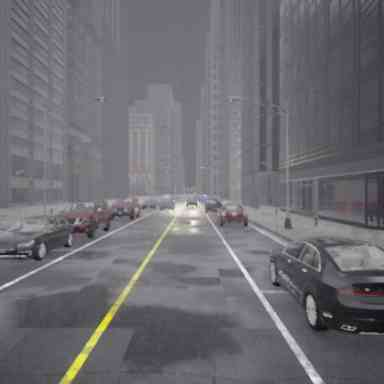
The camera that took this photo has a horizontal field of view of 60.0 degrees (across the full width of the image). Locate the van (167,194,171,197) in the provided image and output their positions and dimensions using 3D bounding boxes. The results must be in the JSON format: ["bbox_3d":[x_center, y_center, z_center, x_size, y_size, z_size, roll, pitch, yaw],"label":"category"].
[{"bbox_3d":[-5.785,1.535,68.750,1.690,1.788,3.998,0,0,0],"label":"van"}]

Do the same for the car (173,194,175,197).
[{"bbox_3d":[-5.787,1.666,80.031,1.967,1.590,4.097,0,0,0],"label":"car"}]

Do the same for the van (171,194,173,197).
[{"bbox_3d":[-5.786,1.551,74.391,1.690,1.788,3.998,0,0,0],"label":"van"}]

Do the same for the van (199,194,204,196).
[{"bbox_3d":[2.741,1.535,68.757,1.690,1.788,3.998,0,0,0],"label":"van"}]

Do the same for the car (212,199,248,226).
[{"bbox_3d":[2.753,1.504,23.632,1.967,1.590,4.097,0,0,0],"label":"car"}]

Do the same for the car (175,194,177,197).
[{"bbox_3d":[-5.789,1.557,85.673,2.192,1.841,5.009,0,0,0],"label":"car"}]

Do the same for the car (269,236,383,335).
[{"bbox_3d":[2.758,1.568,6.711,2.008,1.369,4.403,0,0,0],"label":"car"}]

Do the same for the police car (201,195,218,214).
[{"bbox_3d":[2.356,1.529,37.408,1.930,1.638,5.238,0,0,0],"label":"police car"}]

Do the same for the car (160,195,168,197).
[{"bbox_3d":[-5.781,1.712,57.468,2.008,1.369,4.403,0,0,0],"label":"car"}]

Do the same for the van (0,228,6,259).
[{"bbox_3d":[-5.768,1.358,6.703,1.690,1.788,3.998,0,0,0],"label":"van"}]

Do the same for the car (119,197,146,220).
[{"bbox_3d":[-5.774,1.395,29.265,2.192,1.841,5.009,0,0,0],"label":"car"}]

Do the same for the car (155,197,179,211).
[{"bbox_3d":[-3.105,1.666,42.314,2.033,1.411,5.357,0,0,0],"label":"car"}]

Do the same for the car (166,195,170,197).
[{"bbox_3d":[-5.782,1.703,62.939,1.752,1.417,4.829,0,0,0],"label":"car"}]

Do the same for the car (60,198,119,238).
[{"bbox_3d":[-5.771,1.363,17.984,2.192,1.841,5.009,0,0,0],"label":"car"}]

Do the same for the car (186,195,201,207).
[{"bbox_3d":[-0.015,1.703,55.148,2.033,1.411,5.357,0,0,0],"label":"car"}]

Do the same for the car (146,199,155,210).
[{"bbox_3d":[-5.778,1.695,46.187,1.947,1.339,4.313,0,0,0],"label":"car"}]

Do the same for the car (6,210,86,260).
[{"bbox_3d":[-5.769,1.583,12.342,2.008,1.369,4.403,0,0,0],"label":"car"}]

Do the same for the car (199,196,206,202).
[{"bbox_3d":[2.737,1.824,85.679,1.802,1.307,4.206,0,0,0],"label":"car"}]

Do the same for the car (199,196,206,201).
[{"bbox_3d":[2.736,1.840,91.319,1.802,1.307,4.206,0,0,0],"label":"car"}]
